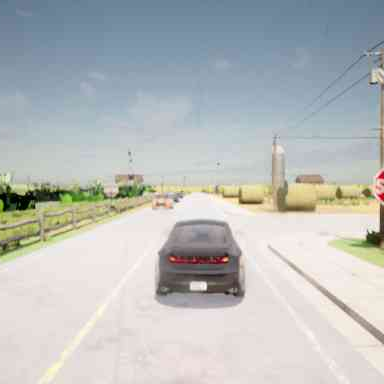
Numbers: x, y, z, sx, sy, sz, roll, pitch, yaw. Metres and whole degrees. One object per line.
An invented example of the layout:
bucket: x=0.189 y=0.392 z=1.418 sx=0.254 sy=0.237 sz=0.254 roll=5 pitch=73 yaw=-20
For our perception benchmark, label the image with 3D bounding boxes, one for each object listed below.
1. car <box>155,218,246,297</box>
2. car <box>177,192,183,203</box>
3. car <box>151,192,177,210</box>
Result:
car: x=0.264 y=1.418 z=8.397 sx=1.837 sy=1.490 sz=4.892 roll=0 pitch=1 yaw=4
car: x=-2.915 y=1.014 z=52.357 sx=2.033 sy=1.411 sz=5.357 roll=0 pitch=1 yaw=1
car: x=-3.141 y=0.983 z=36.210 sx=2.097 sy=1.767 sz=4.553 roll=0 pitch=1 yaw=1
